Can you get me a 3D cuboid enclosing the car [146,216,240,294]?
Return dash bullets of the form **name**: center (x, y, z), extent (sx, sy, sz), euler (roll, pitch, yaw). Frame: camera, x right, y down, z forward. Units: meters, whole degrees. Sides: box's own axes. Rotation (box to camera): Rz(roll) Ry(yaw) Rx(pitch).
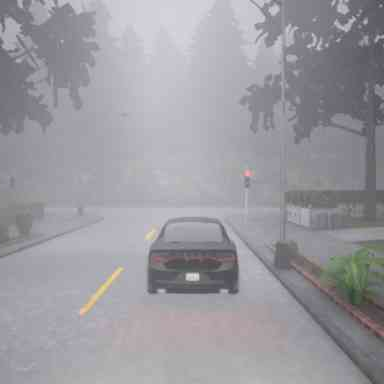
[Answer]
- **car**: center (0.040, 1.341, 8.474), extent (1.882, 1.535, 5.008), euler (0, 1, 1)
